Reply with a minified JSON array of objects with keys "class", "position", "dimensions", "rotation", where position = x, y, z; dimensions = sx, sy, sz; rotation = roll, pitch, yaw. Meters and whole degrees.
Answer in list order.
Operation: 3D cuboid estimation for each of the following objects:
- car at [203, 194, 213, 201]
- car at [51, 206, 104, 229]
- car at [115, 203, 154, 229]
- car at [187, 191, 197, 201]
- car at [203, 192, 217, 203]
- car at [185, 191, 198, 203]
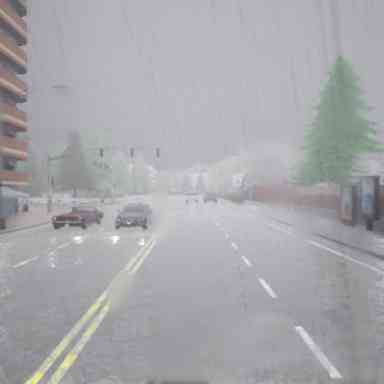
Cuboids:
[{"class":"car","position":[3.444,1.200,72.423],"dimensions":[1.994,1.385,4.181],"rotation":[0,0,0]},{"class":"car","position":[-7.016,1.560,20.854],"dimensions":[1.895,1.301,4.718],"rotation":[0,0,0]},{"class":"car","position":[-3.516,1.476,20.887],"dimensions":[1.837,1.490,4.892],"rotation":[0,0,0]},{"class":"car","position":[-0.056,0.873,72.449],"dimensions":[2.150,2.045,5.566],"rotation":[0,0,0]},{"class":"car","position":[3.452,1.008,62.063],"dimensions":[2.150,2.045,5.566],"rotation":[0,0,0]},{"class":"car","position":[-0.043,1.009,62.033],"dimensions":[2.150,2.045,5.566],"rotation":[0,0,0]}]
